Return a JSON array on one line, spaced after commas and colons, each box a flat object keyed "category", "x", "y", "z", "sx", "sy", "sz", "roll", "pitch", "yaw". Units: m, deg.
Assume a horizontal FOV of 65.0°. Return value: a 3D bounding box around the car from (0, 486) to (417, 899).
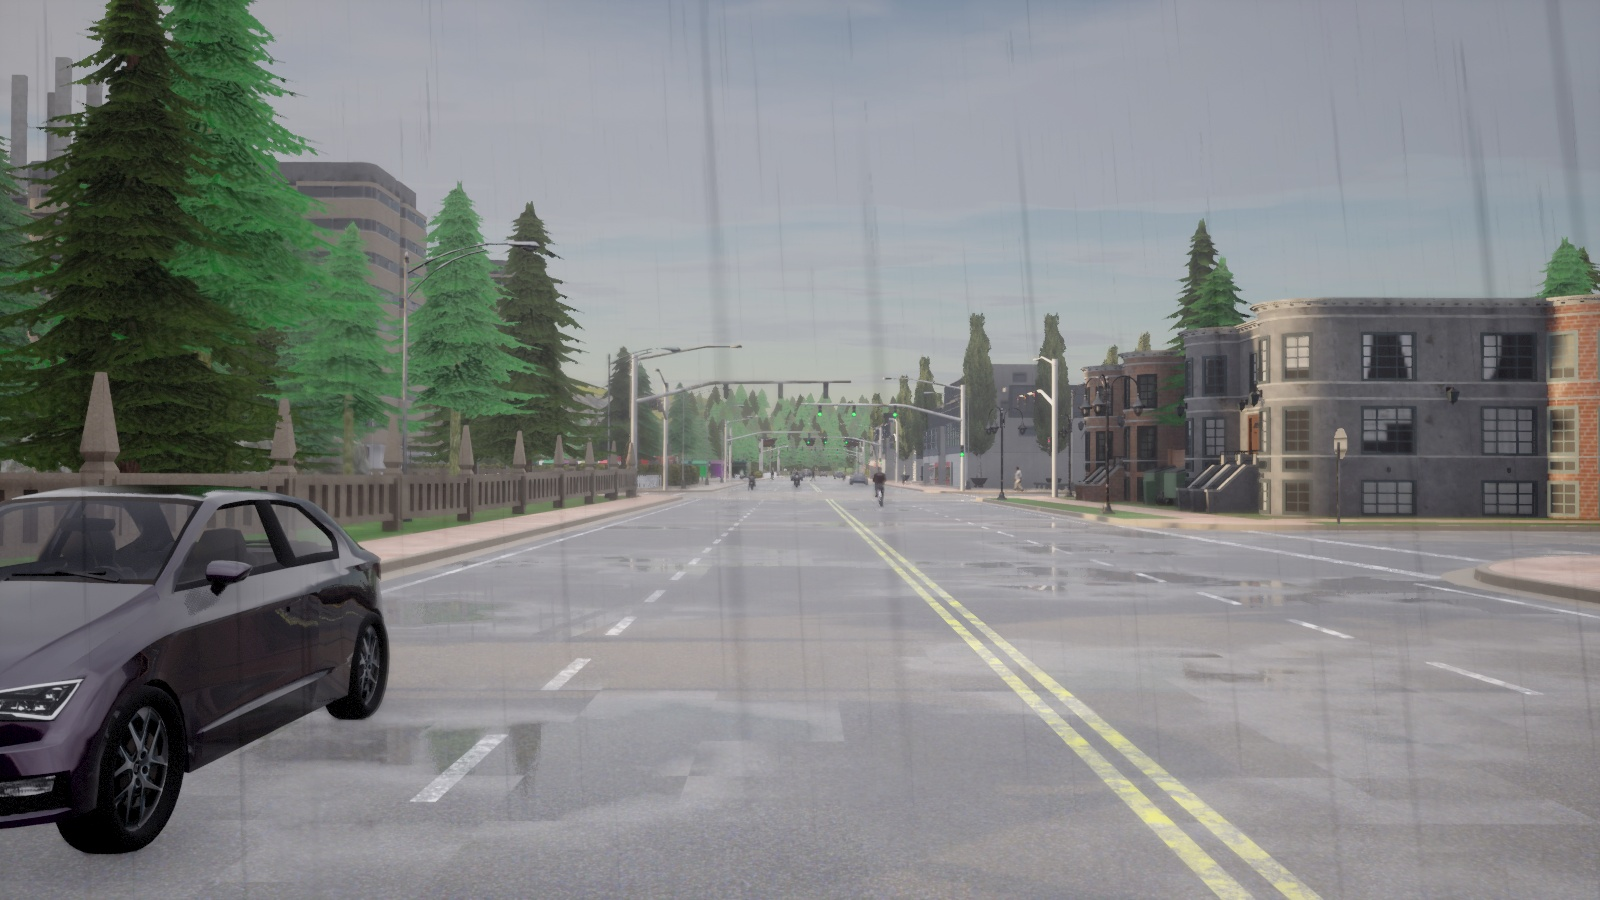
[{"category": "car", "x": -3.515, "y": 0.951, "z": 6.460, "sx": 1.816, "sy": 1.474, "sz": 4.193, "roll": 0, "pitch": -1, "yaw": 0}]
